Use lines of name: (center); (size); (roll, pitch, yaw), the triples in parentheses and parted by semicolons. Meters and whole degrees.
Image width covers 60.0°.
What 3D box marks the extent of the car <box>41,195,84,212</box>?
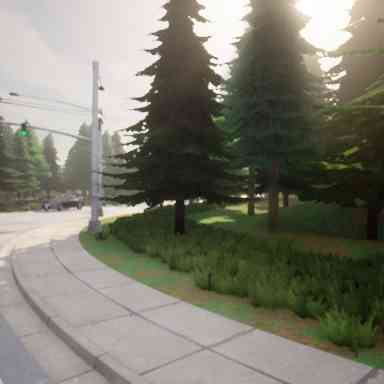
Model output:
car: (-12.529, 1.054, 32.548); (2.128, 1.511, 4.902); (1, 1, 16)
